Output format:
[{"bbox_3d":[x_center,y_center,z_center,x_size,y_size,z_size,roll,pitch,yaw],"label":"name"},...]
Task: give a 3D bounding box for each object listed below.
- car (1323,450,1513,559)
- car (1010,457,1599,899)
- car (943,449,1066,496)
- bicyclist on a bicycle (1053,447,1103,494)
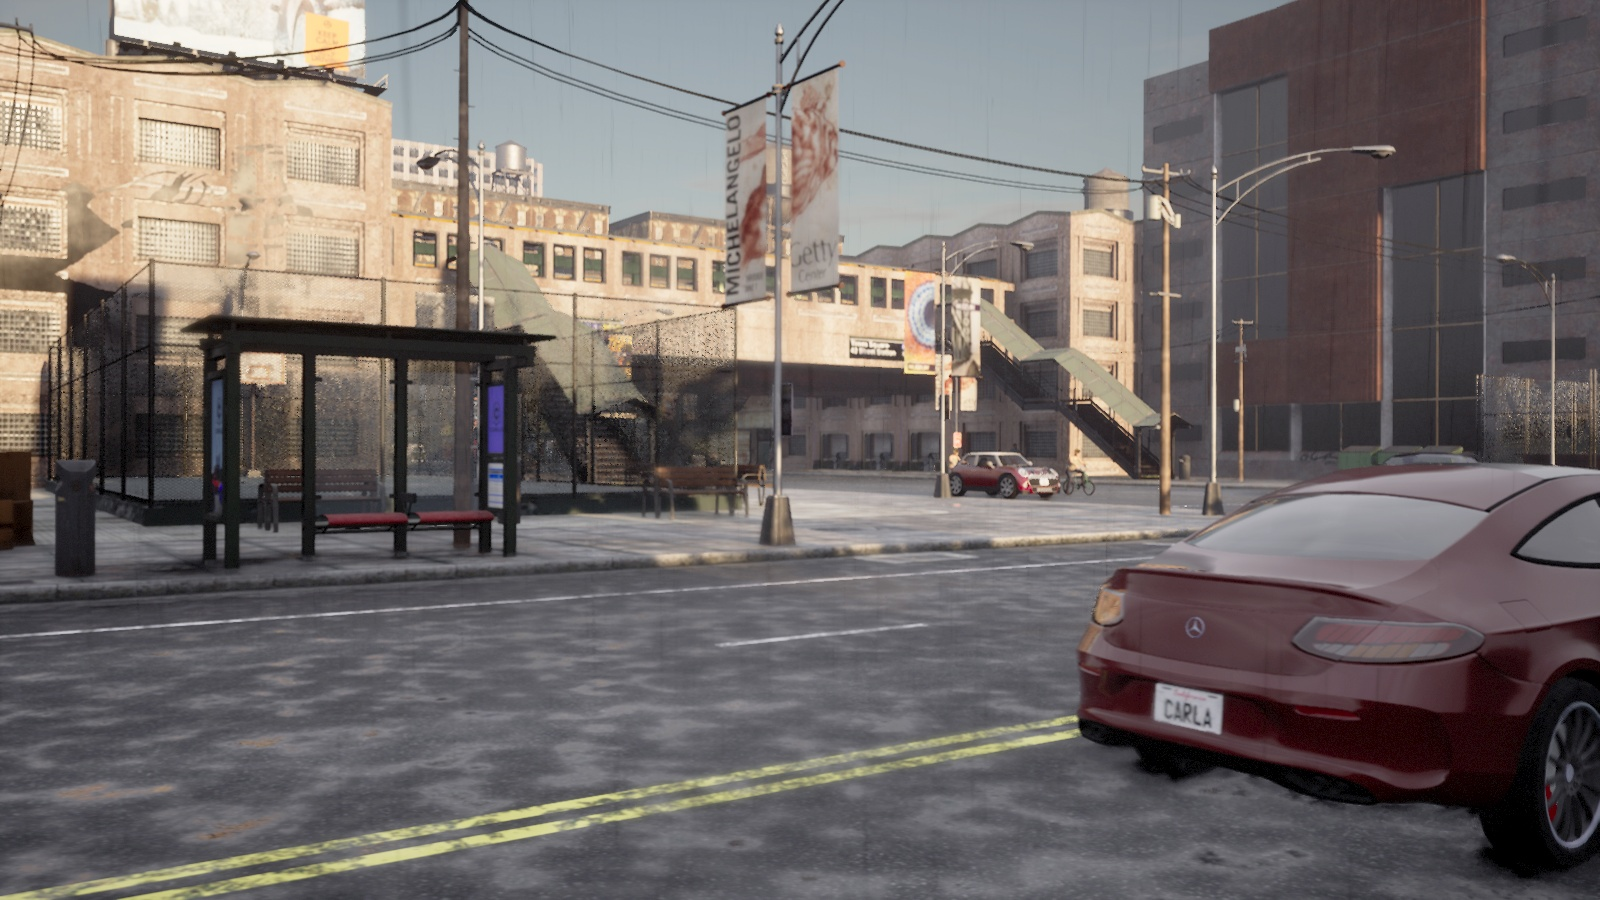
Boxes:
[{"bbox_3d":[9.613,0.759,19.399,1.845,1.501,3.633,0,0,39],"label":"car"},{"bbox_3d":[3.327,0.771,5.967,4.674,1.442,1.812,0,0,-35],"label":"car"},{"bbox_3d":[6.729,0.722,41.614,1.970,1.475,3.806,0,0,-34],"label":"car"},{"bbox_3d":[9.646,0.692,43.537,0.866,1.612,1.509,0,0,-35],"label":"bicyclist on a bicycle"}]
